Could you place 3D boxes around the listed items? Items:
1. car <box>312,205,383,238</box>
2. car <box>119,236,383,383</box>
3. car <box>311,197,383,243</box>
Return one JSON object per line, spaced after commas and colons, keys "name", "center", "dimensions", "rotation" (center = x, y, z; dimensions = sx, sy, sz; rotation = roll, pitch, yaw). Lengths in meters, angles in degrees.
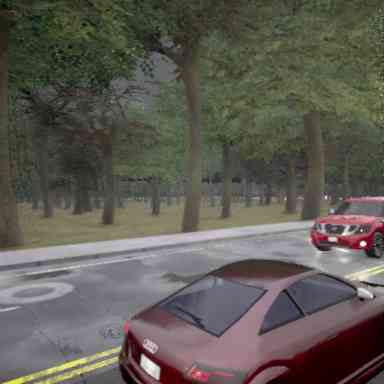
{"name": "car", "center": [8.837, 1.553, 18.507], "dimensions": [4.674, 1.442, 1.812], "rotation": [-1, -1, -37]}
{"name": "car", "center": [1.207, 1.593, 4.344], "dimensions": [4.181, 1.385, 1.994], "rotation": [-1, -1, -37]}
{"name": "car", "center": [6.987, 1.225, 13.041], "dimensions": [5.566, 2.045, 2.150], "rotation": [-1, -1, -37]}
